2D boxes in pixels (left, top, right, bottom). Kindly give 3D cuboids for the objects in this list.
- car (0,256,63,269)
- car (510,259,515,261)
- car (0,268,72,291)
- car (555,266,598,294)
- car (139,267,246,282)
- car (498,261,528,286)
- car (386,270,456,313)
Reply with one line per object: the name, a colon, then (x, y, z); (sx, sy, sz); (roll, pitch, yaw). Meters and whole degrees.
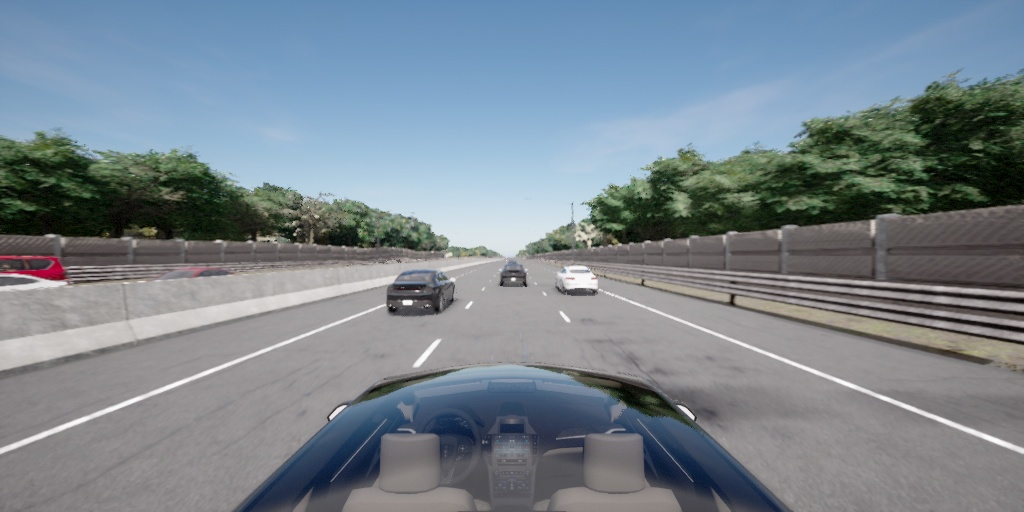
car: (-21.052, 0.995, 13.832); (2.150, 2.045, 5.566); (0, 0, 1)
car: (0.081, 1.336, 62.157); (1.837, 1.490, 4.892); (0, 0, 0)
car: (-17.568, 1.294, 11.642); (1.812, 1.442, 4.674); (0, 0, 0)
car: (3.594, 1.304, 20.346); (1.812, 1.442, 4.674); (0, 0, 0)
car: (-14.035, 1.251, 15.727); (1.882, 1.535, 5.008); (0, 0, 1)
car: (0.093, 1.289, 25.799); (1.837, 1.490, 4.892); (0, 0, 0)
car: (-3.404, 1.274, 14.105); (1.837, 1.490, 4.892); (0, 0, 0)
